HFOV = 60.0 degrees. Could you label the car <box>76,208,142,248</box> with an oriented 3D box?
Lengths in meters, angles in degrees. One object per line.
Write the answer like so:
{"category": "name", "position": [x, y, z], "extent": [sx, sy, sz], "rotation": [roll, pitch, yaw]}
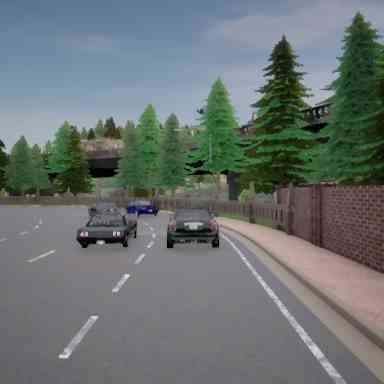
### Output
{"category": "car", "position": [-3.535, 1.616, 14.758], "extent": [1.895, 1.301, 4.718], "rotation": [0, 0, -3]}

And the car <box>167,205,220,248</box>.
{"category": "car", "position": [-0.036, 1.366, 14.855], "extent": [2.097, 1.767, 4.553], "rotation": [0, 0, -3]}

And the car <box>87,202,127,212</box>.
{"category": "car", "position": [-7.908, 1.563, 29.789], "extent": [2.033, 1.411, 5.357], "rotation": [0, 0, -30]}

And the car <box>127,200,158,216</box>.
{"category": "car", "position": [-4.871, 1.485, 31.530], "extent": [1.882, 1.535, 5.008], "rotation": [0, 0, -30]}
